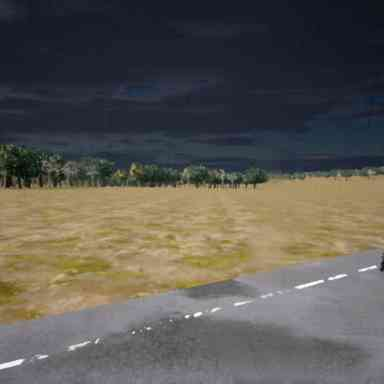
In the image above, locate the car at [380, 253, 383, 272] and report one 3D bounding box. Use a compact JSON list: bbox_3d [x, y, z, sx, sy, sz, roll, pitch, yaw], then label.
[{"bbox_3d":[6.875,1.553,8.911,4.181,1.385,1.994,0,0,-36],"label":"car"}]
